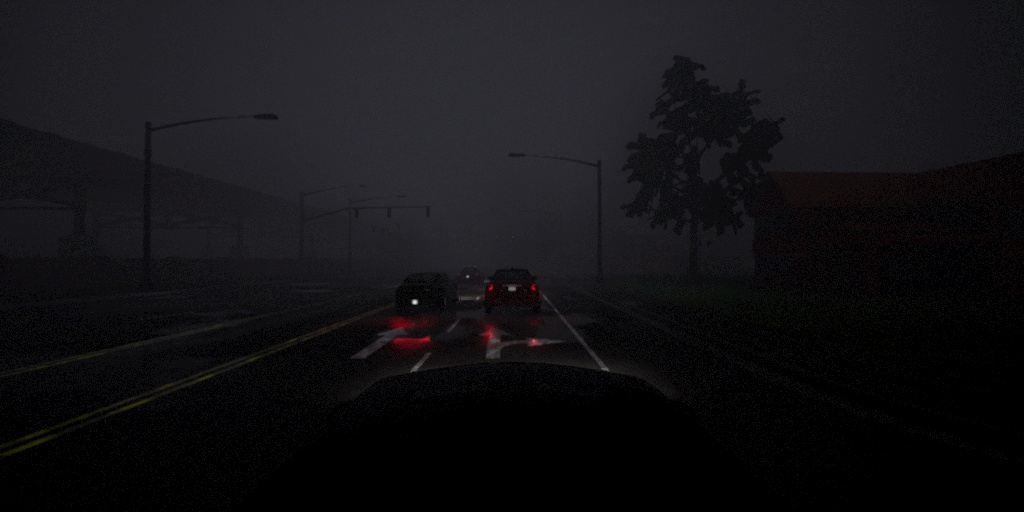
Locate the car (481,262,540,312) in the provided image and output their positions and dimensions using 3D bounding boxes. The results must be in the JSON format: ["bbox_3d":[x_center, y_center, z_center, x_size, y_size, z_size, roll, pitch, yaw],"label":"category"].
[{"bbox_3d":[0.019,1.251,15.253,2.097,1.767,4.553,0,-1,0],"label":"car"}]

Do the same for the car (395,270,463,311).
[{"bbox_3d":[-3.481,1.408,15.331,1.837,1.490,4.892,0,0,0],"label":"car"}]

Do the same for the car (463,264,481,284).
[{"bbox_3d":[-3.481,1.631,30.313,1.994,1.385,4.181,0,-1,1],"label":"car"}]
